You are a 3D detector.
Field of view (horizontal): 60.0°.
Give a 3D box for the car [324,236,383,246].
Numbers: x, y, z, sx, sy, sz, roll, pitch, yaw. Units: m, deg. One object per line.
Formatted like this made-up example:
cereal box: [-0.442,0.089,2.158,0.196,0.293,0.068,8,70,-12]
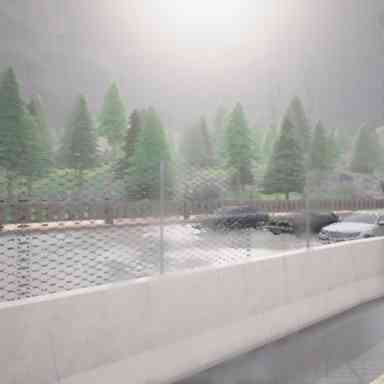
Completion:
car: [7.320,1.535,13.838,4.674,1.442,1.812,0,0,-32]
